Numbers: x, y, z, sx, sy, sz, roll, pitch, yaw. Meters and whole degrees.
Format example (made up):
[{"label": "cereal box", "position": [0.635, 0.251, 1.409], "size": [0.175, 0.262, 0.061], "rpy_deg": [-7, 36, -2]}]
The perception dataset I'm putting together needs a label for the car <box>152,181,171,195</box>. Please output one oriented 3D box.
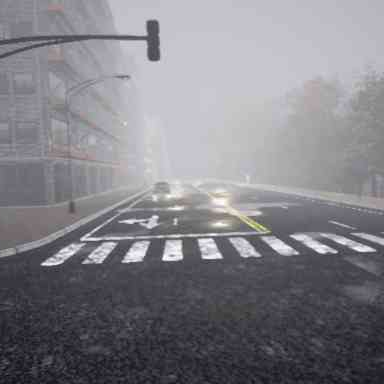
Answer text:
[{"label": "car", "position": [-3.470, -0.467, 38.278], "size": [1.812, 1.442, 4.674], "rpy_deg": [-2, 4, -3]}]
